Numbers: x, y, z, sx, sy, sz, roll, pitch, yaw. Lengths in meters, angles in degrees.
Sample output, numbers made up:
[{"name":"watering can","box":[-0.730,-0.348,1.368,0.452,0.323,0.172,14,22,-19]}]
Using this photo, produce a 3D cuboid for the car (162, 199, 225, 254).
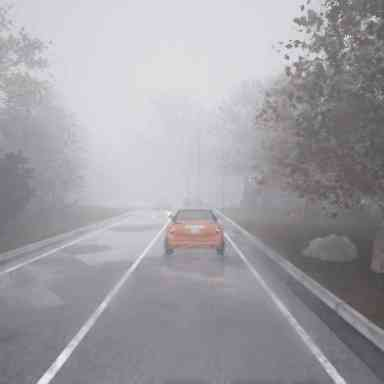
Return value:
[{"name":"car","box":[0.101,1.344,13.556,2.097,1.767,4.553,0,0,0]}]

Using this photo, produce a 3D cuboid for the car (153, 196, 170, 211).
[{"name":"car","box":[-3.496,1.336,40.307,2.097,1.767,4.553,0,0,0]}]
